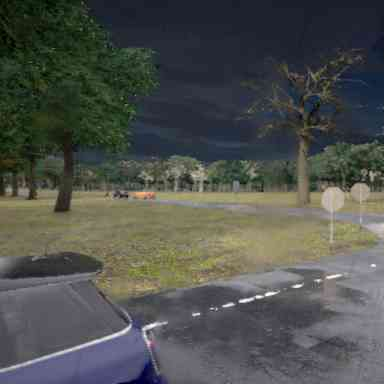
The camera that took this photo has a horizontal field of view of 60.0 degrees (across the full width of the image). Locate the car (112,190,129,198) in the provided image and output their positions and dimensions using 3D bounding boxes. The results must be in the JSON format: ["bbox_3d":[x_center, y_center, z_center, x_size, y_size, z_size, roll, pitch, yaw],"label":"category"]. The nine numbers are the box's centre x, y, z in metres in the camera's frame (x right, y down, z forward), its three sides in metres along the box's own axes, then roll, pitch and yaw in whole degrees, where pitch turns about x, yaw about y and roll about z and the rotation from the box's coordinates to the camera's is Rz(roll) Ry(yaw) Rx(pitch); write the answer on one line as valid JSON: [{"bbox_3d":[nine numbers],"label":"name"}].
[{"bbox_3d":[-13.591,0.463,63.393,1.837,1.490,4.892,2,-1,-36],"label":"car"}]

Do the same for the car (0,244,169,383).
[{"bbox_3d":[-2.443,1.358,2.127,4.553,1.767,2.097,0,0,-35],"label":"car"}]

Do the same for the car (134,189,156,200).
[{"bbox_3d":[-7.808,0.356,55.413,2.097,1.767,4.553,2,-1,-35],"label":"car"}]
